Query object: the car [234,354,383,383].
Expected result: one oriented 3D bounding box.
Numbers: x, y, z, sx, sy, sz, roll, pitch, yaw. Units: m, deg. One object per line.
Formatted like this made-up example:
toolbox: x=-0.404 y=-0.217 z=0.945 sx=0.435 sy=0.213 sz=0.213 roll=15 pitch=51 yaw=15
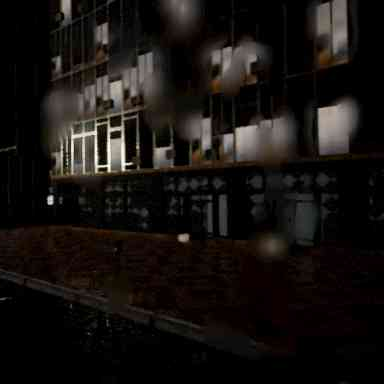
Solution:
car: x=2.066 y=1.554 z=1.425 sx=4.403 sy=1.369 sz=2.008 roll=0 pitch=-1 yaw=35
